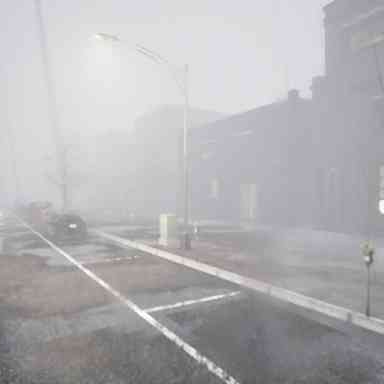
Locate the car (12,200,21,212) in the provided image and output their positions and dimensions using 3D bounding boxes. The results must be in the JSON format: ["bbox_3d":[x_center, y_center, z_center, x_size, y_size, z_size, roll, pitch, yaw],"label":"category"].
[{"bbox_3d":[-21.747,2.102,42.804,1.752,1.417,4.829,0,0,-31],"label":"car"}]

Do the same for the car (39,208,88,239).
[{"bbox_3d":[-7.227,1.818,18.969,1.947,1.339,4.313,0,-1,-31],"label":"car"}]

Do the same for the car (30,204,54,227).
[{"bbox_3d":[-10.200,1.844,23.852,1.752,1.417,4.829,0,-1,-31],"label":"car"}]

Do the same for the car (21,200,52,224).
[{"bbox_3d":[-13.002,1.696,28.447,2.192,1.841,5.009,0,-1,-31],"label":"car"}]

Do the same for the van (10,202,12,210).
[{"bbox_3d":[-24.547,1.980,47.398,1.690,1.788,3.998,0,0,-31],"label":"van"}]

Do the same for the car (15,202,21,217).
[{"bbox_3d":[-18.772,2.092,37.920,1.802,1.307,4.206,0,-1,-31],"label":"car"}]
